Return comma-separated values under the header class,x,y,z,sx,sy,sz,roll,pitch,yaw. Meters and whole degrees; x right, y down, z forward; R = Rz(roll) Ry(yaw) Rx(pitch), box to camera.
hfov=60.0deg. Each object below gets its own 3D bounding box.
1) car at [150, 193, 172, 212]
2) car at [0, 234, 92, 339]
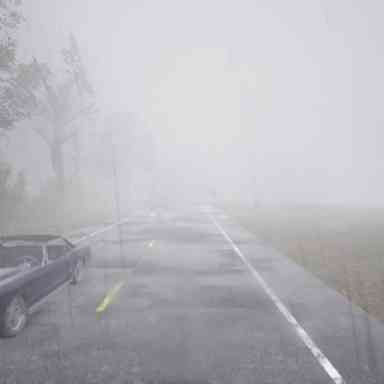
class,x,y,z,sx,sy,sz,roll,pitch,yaw
car,-3.599,1.191,38.937,2.150,2.045,5.566,0,0,0
car,-3.602,1.598,6.684,1.895,1.301,4.718,0,0,0
